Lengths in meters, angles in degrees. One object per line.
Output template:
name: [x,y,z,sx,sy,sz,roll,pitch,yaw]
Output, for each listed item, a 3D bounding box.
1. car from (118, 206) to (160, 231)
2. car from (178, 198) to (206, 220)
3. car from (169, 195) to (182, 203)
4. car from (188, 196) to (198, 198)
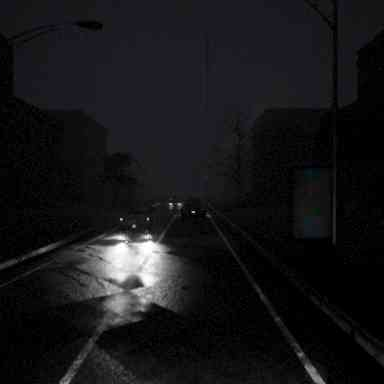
car: [-3.093,1.526,20.040,1.895,1.301,4.718,0,0,0]
car: [0.110,1.453,26.784,1.994,1.385,4.181,0,0,0]
car: [-3.011,1.308,61.254,1.837,1.490,4.892,0,0,1]
car: [0.116,1.309,42.944,1.837,1.490,4.892,0,0,0]
